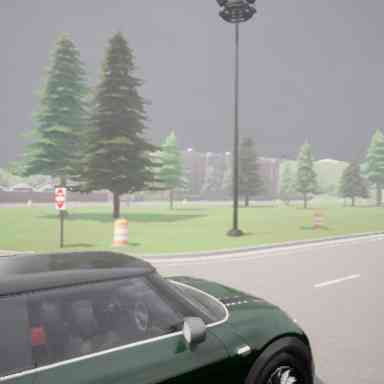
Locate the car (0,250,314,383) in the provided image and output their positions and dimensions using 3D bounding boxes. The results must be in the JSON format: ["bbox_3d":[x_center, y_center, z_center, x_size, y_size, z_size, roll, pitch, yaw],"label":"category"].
[{"bbox_3d":[-0.905,1.362,3.102,4.553,1.767,2.097,1,0,-36],"label":"car"}]
